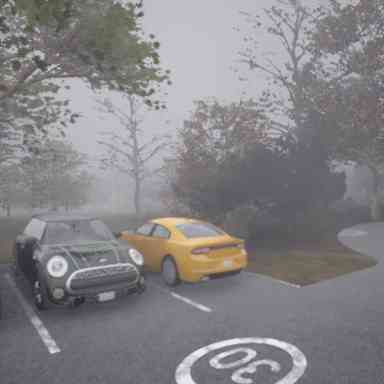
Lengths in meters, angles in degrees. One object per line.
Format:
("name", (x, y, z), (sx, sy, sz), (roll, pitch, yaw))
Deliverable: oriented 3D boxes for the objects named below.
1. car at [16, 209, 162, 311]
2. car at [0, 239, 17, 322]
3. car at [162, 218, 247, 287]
("car", (-2.889, 1.356, 8.038), (2.185, 1.767, 4.553), (0, 0, -36))
("car", (-5.007, 1.509, 6.452), (2.163, 1.488, 4.792), (0, 0, -36))
("car", (-0.612, 1.483, 9.618), (2.097, 1.535, 5.008), (0, 0, -36))
